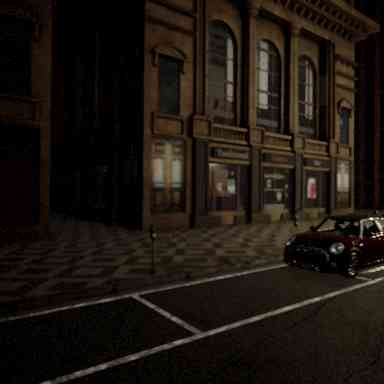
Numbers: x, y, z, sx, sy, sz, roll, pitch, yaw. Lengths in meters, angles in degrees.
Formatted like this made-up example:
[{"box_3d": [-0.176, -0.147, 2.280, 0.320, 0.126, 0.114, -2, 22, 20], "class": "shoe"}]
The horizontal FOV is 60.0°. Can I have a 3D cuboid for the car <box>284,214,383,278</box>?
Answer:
[{"box_3d": [4.662, 1.438, 10.073, 4.097, 1.590, 1.967, 0, 1, -35], "class": "car"}]
